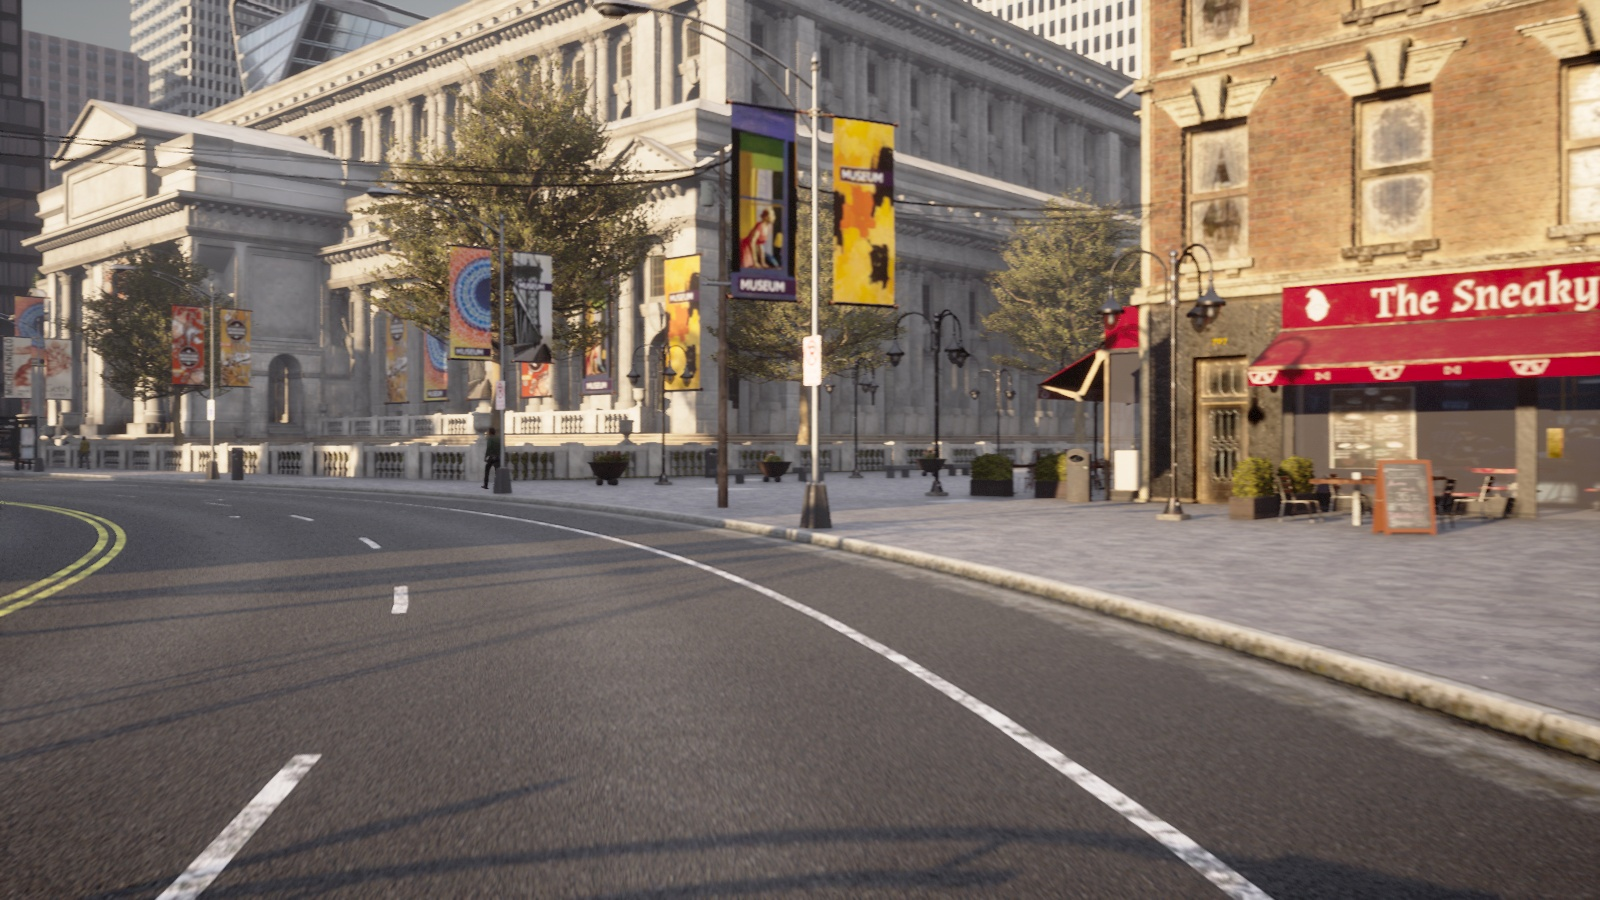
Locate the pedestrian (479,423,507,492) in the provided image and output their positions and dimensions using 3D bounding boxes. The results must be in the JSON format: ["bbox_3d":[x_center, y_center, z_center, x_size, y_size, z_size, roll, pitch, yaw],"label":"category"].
[{"bbox_3d":[-8.682,0.205,35.501,0.423,1.949,0.788,0,0,-45],"label":"pedestrian"}]

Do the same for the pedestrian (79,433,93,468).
[{"bbox_3d":[-37.784,0.038,66.481,0.726,1.835,0.370,0,0,35],"label":"pedestrian"}]
